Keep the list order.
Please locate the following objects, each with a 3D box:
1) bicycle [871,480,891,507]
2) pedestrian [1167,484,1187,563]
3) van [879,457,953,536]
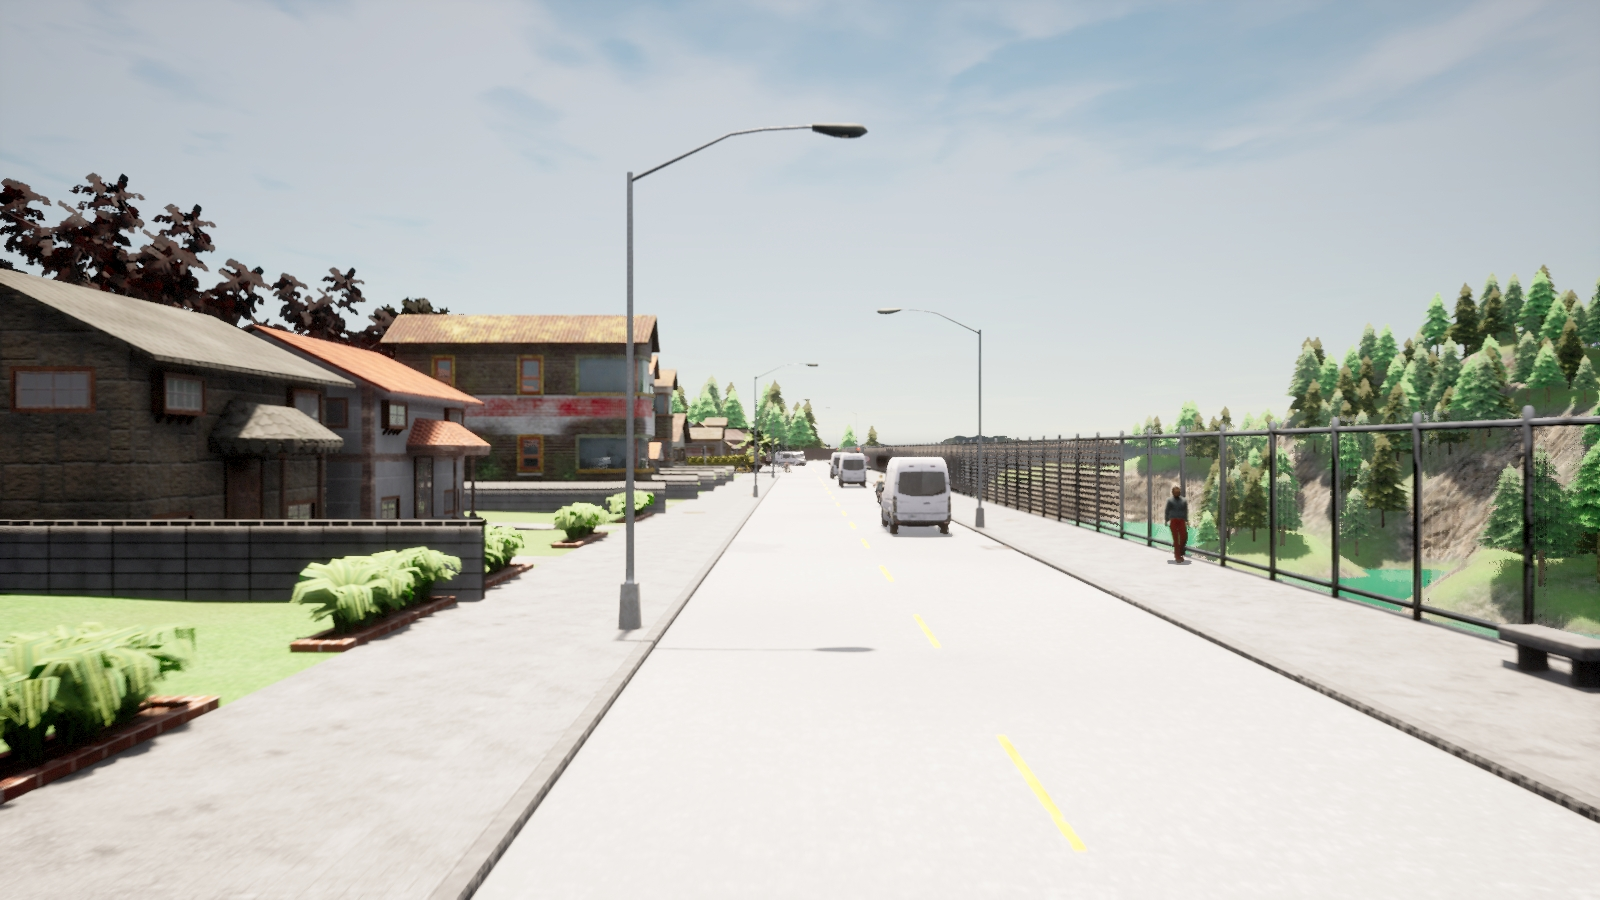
[{"bbox_3d":[4.003,2.158,56.520,0.859,1.276,1.487,0,0,0],"label":"bicycle"},{"bbox_3d":[8.962,1.743,27.162,0.375,1.860,0.375,0,0,5],"label":"pedestrian"},{"bbox_3d":[3.987,1.534,40.199,1.988,2.561,5.915,0,0,0],"label":"van"}]
